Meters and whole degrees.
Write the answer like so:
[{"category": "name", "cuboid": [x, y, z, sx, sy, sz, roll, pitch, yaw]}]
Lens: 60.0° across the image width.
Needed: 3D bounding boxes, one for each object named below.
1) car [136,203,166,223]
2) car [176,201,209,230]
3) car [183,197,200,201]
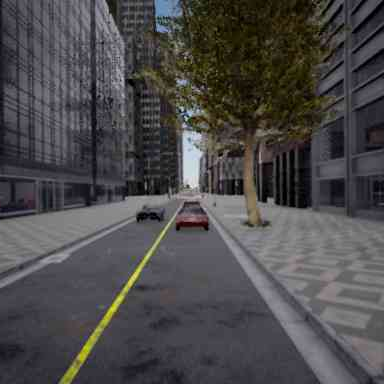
[{"category": "car", "cuboid": [-3.092, 1.567, 25.472, 1.895, 1.301, 4.718, -1, 0, 0]}, {"category": "car", "cuboid": [0.013, 1.510, 20.949, 1.994, 1.385, 4.181, -1, 0, 0]}, {"category": "car", "cuboid": [-0.051, 1.377, 38.656, 1.882, 1.535, 5.008, -1, 0, 0]}]
